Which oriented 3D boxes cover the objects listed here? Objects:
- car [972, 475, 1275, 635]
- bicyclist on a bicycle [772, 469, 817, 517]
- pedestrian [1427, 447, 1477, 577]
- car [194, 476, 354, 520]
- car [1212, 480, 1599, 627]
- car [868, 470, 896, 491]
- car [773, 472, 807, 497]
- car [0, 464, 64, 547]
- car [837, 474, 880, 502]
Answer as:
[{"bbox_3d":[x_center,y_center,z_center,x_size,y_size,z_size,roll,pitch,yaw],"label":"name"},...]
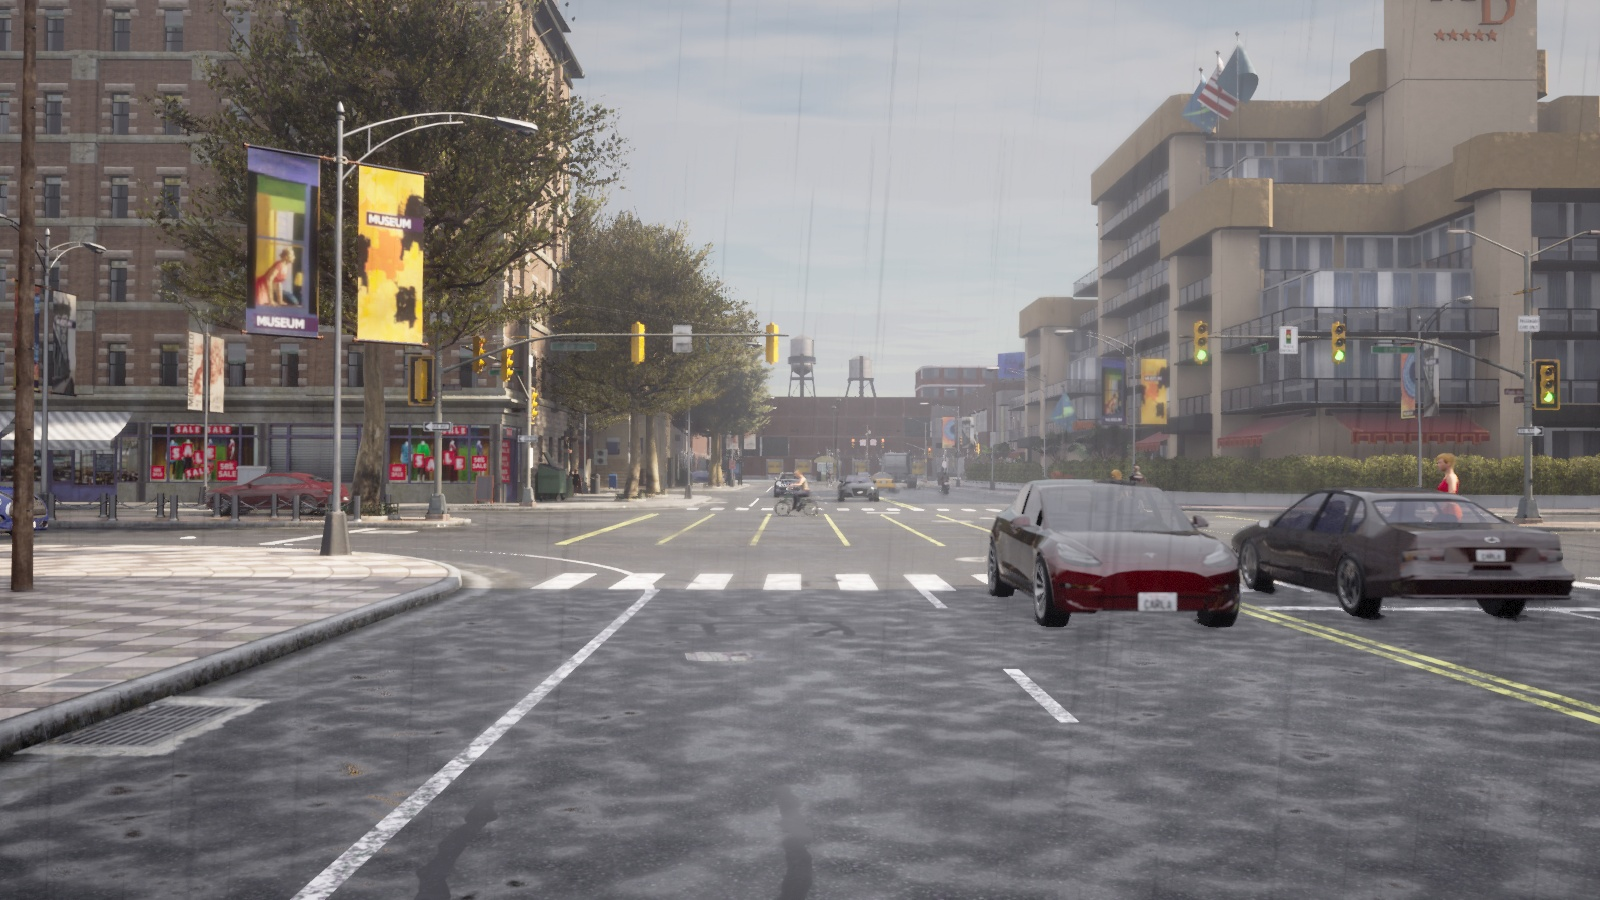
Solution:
[{"bbox_3d":[3.382,1.040,14.260,2.163,1.488,4.792,0,-1,-1],"label":"car"},{"bbox_3d":[-0.193,1.469,42.804,1.509,1.612,0.866,0,-1,0],"label":"bicyclist on a bicycle"},{"bbox_3d":[9.353,0.874,18.022,0.594,1.836,0.345,-1,-1,23],"label":"pedestrian"},{"bbox_3d":[-17.854,1.628,42.747,4.674,1.442,1.812,0,-1,0],"label":"car"},{"bbox_3d":[6.887,1.088,15.125,2.033,1.411,5.357,0,-1,0],"label":"car"},{"bbox_3d":[6.257,2.341,96.248,1.801,1.575,5.366,0,-1,0],"label":"car"},{"bbox_3d":[-0.575,2.031,74.566,1.970,1.475,3.806,0,-1,0],"label":"car"},{"bbox_3d":[-19.190,1.215,27.790,4.553,1.767,2.097,0,-1,1],"label":"car"},{"bbox_3d":[2.995,1.956,65.030,1.994,1.385,4.181,0,-1,-1],"label":"car"}]
